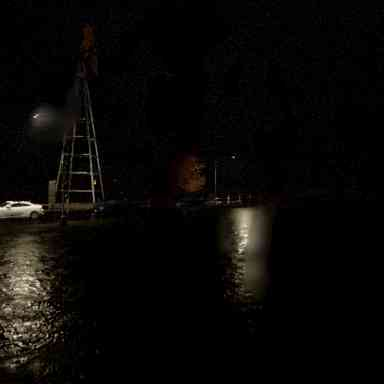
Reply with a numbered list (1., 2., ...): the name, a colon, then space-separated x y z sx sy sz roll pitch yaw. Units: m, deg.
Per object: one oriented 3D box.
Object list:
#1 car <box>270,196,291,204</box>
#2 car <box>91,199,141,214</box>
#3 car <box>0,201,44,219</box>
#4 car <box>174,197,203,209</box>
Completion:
1. car: 15.880 1.358 59.368 2.033 1.411 5.357 1 1 40
2. car: -7.637 1.429 34.086 2.033 1.411 5.357 1 1 37
3. car: -13.963 1.442 25.823 1.812 1.442 4.674 1 1 39
4. car: -0.316 1.368 43.566 1.812 1.442 4.674 1 1 38
